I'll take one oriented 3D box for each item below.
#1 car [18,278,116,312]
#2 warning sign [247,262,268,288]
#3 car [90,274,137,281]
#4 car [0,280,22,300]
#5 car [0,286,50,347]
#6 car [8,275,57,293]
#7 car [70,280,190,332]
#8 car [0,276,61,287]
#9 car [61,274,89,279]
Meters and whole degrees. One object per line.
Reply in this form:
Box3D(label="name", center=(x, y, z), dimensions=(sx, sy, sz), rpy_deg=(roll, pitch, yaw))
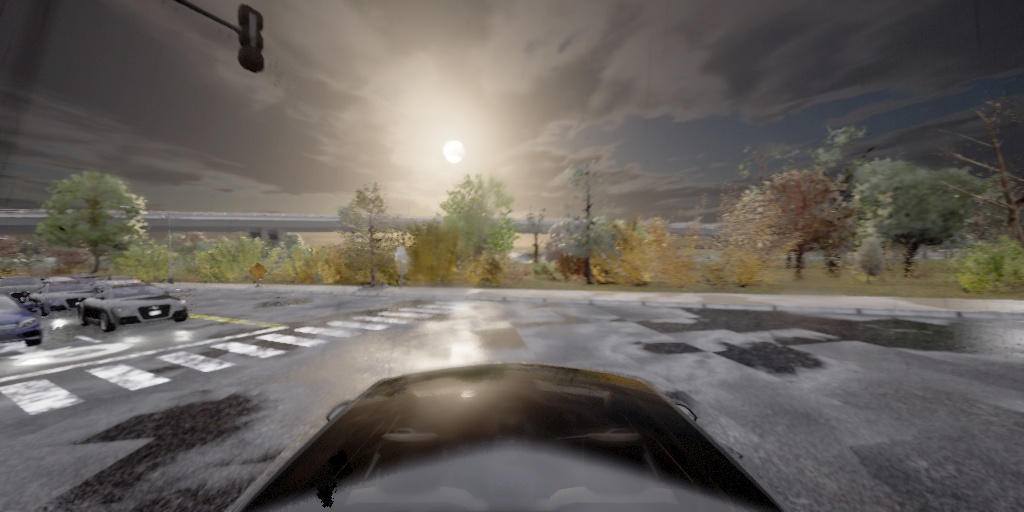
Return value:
Box3D(label="car", center=(-20.776, 1.949, 16.750), dimensions=(4.181, 1.385, 1.994), rpy_deg=(-2, 0, 29))
Box3D(label="warning sign", center=(-18.740, 1.405, 26.422), dimensions=(1.060, 1.860, 1.300), rpy_deg=(0, 0, 29))
Box3D(label="car", center=(-35.934, 2.429, 32.614), dimensions=(4.718, 1.301, 1.895), rpy_deg=(-2, 0, 29))
Box3D(label="car", center=(-38.149, 2.519, 26.356), dimensions=(4.718, 1.301, 1.895), rpy_deg=(-2, 0, 29))
Box3D(label="car", center=(-14.477, 1.731, 9.577), dimensions=(4.674, 1.442, 1.812), rpy_deg=(-2, 0, 29))
Box3D(label="car", center=(-46.802, 2.671, 34.984), dimensions=(4.902, 1.511, 2.128), rpy_deg=(-2, 0, 29))
Box3D(label="car", center=(-13.408, 1.725, 12.701), dimensions=(4.181, 1.385, 1.994), rpy_deg=(-2, 0, 29))
Box3D(label="car", center=(-29.759, 2.011, 21.686), dimensions=(4.553, 1.767, 2.097), rpy_deg=(-2, 0, 28))
Box3D(label="car", center=(-37.757, 2.421, 30.012), dimensions=(4.674, 1.442, 1.812), rpy_deg=(-2, 0, 29))
